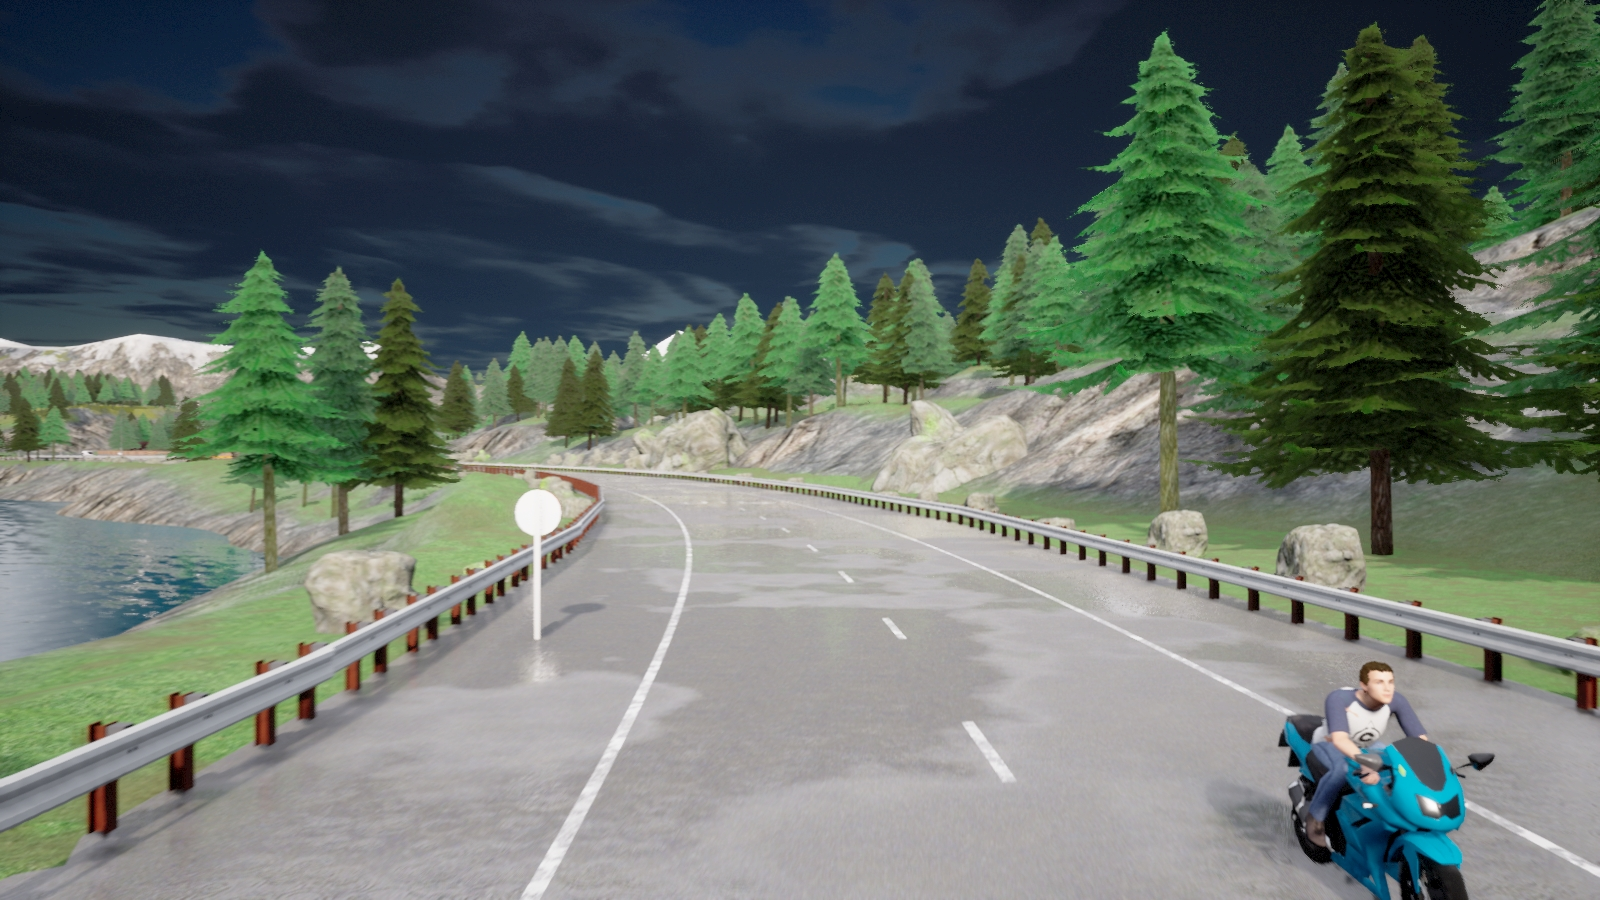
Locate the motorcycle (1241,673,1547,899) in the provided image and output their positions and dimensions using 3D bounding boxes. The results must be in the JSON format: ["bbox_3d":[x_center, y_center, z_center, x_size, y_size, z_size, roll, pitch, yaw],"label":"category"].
[{"bbox_3d":[3.505,2.178,7.004,0.803,1.217,2.033,0,0,-1],"label":"motorcycle"}]
